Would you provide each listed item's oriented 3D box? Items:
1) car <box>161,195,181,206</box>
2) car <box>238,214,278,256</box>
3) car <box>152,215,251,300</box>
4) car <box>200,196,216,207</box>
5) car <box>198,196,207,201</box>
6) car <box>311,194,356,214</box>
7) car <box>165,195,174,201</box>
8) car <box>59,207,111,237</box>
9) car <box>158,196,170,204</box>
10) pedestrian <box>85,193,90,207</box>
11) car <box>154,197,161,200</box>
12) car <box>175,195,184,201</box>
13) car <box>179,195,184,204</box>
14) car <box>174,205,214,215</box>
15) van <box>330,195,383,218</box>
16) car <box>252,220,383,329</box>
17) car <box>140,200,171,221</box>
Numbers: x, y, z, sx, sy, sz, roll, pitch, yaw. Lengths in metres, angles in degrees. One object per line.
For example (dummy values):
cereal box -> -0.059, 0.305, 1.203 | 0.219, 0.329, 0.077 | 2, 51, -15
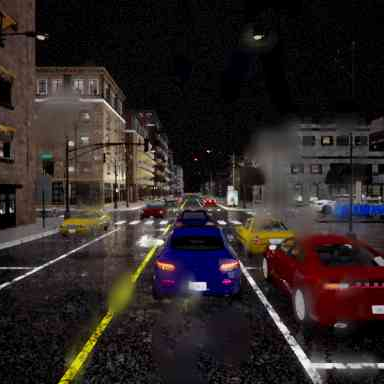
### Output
car -> -3.106, 1.584, 49.471 | 1.994, 1.385, 4.181 | 0, 0, 0
car -> 2.683, 1.526, 12.848 | 1.752, 1.417, 4.829 | 0, 0, 0
car -> 0.102, 1.525, 8.263 | 1.812, 1.442, 4.674 | 0, 0, 0
car -> 2.674, 1.462, 50.846 | 1.967, 1.590, 4.097 | 0, 0, 0
car -> 2.669, 1.622, 85.027 | 2.008, 1.369, 4.403 | -1, 0, 0
car -> 15.478, 1.256, 34.937 | 5.566, 2.045, 2.150 | 0, 0, 0
car -> -5.712, 1.596, 84.843 | 1.752, 1.417, 4.829 | 0, 0, 0
car -> -5.699, 1.527, 18.207 | 1.752, 1.417, 4.829 | 0, 0, 0
car -> -5.708, 1.595, 67.923 | 2.008, 1.369, 4.403 | 0, 0, 0
pedestrian -> -12.638, 1.080, 40.256 | 0.375, 1.860, 0.375 | 0, 0, 0
car -> -5.706, 1.580, 56.529 | 2.008, 1.369, 4.403 | 0, 0, 0
car -> -3.015, 1.549, 81.648 | 1.994, 1.385, 4.181 | 0, 0, 0
car -> -3.040, 1.394, 66.898 | 2.097, 1.767, 4.553 | 0, 0, 0
car -> 0.097, 1.565, 16.956 | 1.994, 1.385, 4.181 | 0, 0, 0
van -> 14.653, 1.413, 29.143 | 3.998, 1.788, 1.690 | 0, 0, 0
car -> 2.684, 1.544, 6.980 | 1.887, 1.381, 4.507 | 0, 0, 0
car -> -3.102, 1.617, 27.696 | 1.895, 1.301, 4.718 | 0, 0, 0
